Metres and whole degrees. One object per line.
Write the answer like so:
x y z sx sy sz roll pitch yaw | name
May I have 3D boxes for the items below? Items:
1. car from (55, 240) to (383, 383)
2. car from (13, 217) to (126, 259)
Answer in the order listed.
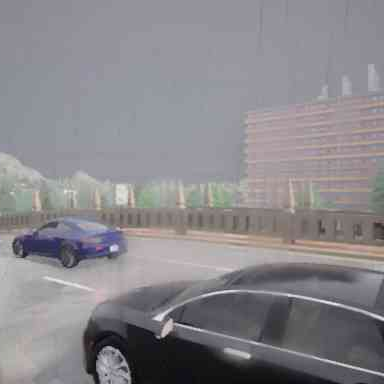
0.898 1.504 3.351 4.892 1.490 1.837 0 0 35 | car
-4.200 1.568 11.283 4.674 1.442 1.812 -1 -1 35 | car
